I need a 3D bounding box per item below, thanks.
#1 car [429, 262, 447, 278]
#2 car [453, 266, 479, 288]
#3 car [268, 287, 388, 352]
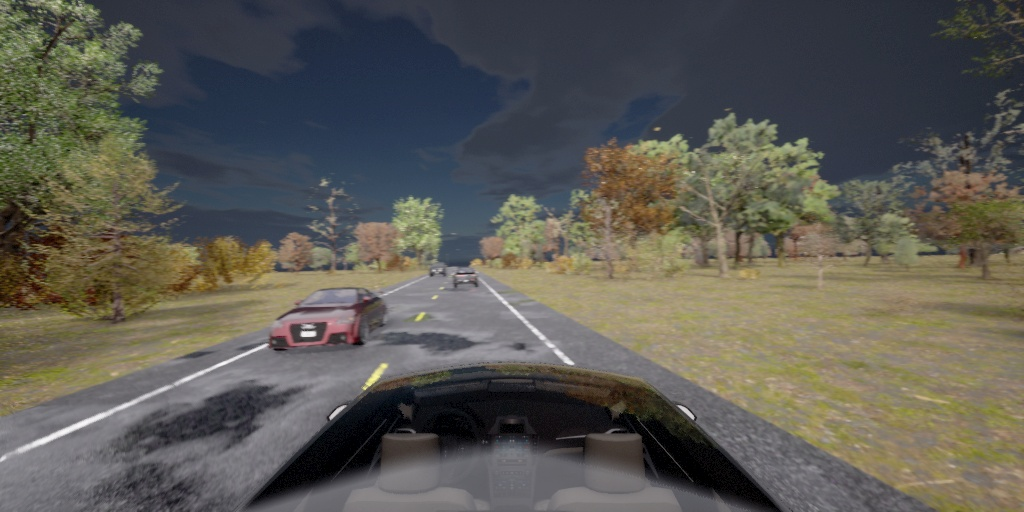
[{"bbox_3d":[-10.350,1.897,50.361,2.150,2.045,5.566,-2,-1,-8],"label":"car"},{"bbox_3d":[-3.674,1.663,28.567,2.128,1.511,4.902,-2,-1,-8],"label":"car"},{"bbox_3d":[-4.790,1.570,9.922,1.994,1.385,4.181,-2,-1,-8],"label":"car"}]
